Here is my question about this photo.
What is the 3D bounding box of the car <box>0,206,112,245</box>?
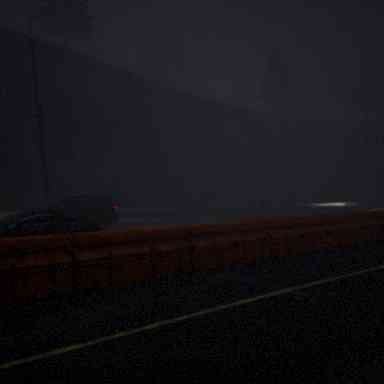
[{"bbox_3d":[-5.874,1.480,12.594,4.902,1.511,2.128,0,0,-35],"label":"car"}]

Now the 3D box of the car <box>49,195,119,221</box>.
[{"bbox_3d":[-7.260,1.194,20.166,5.566,2.045,2.150,0,0,-34],"label":"car"}]

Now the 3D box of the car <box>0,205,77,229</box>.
[{"bbox_3d":[-10.398,1.580,22.255,4.718,1.301,1.895,0,0,-34],"label":"car"}]

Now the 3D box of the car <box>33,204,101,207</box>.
[{"bbox_3d":[-7.363,1.532,15.863,5.357,1.411,2.033,0,0,-35],"label":"car"}]
